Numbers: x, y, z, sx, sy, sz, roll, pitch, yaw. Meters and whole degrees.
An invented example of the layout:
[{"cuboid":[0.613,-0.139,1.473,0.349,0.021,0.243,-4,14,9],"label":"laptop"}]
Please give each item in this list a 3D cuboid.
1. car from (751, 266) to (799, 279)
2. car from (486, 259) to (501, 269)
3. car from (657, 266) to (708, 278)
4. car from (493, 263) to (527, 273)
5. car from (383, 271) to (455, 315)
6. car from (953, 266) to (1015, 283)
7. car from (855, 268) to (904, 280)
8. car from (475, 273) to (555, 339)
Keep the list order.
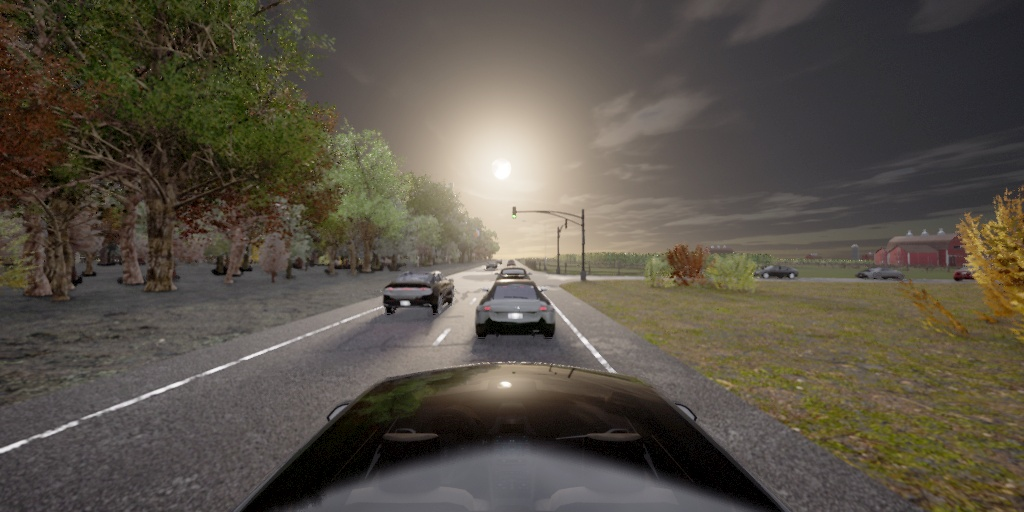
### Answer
[{"cuboid":[29.669,1.827,40.682,4.892,1.490,1.837,1,-1,0],"label":"car"},{"cuboid":[-3.528,1.659,63.858,1.895,1.301,4.718,0,0,0],"label":"car"},{"cuboid":[19.373,1.757,40.705,5.357,1.411,2.033,1,-1,0],"label":"car"},{"cuboid":[0.076,1.353,20.365,1.837,1.490,4.892,0,0,0],"label":"car"},{"cuboid":[-3.422,1.304,13.907,2.128,1.511,4.902,0,0,0],"label":"car"},{"cuboid":[48.833,1.805,37.039,4.553,1.767,2.097,1,-1,0],"label":"car"},{"cuboid":[41.565,2.016,40.634,4.181,1.385,1.994,1,-1,1],"label":"car"},{"cuboid":[0.080,1.358,10.274,1.994,1.385,4.181,0,0,0],"label":"car"}]
